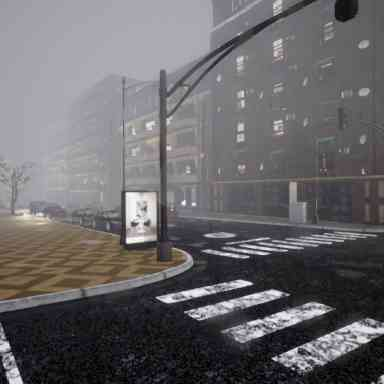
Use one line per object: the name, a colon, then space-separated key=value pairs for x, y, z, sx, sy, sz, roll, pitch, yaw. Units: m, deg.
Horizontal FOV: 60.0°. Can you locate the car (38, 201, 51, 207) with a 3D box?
car: x=-34.586 y=2.734 z=77.728 sx=1.947 sy=1.339 sz=4.313 roll=-2 pitch=0 yaw=-36

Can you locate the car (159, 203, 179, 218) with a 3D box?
car: x=-3.154 y=1.823 z=34.492 sx=1.967 sy=1.590 sz=4.097 roll=-2 pitch=0 yaw=-36

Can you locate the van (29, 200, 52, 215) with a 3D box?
van: x=-19.834 y=2.034 z=42.982 sx=1.690 sy=1.788 sz=3.998 roll=-2 pitch=0 yaw=-36

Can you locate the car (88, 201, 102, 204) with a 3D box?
car: x=-15.001 y=2.118 z=50.657 sx=1.967 sy=1.590 sz=4.097 roll=-2 pitch=0 yaw=-36

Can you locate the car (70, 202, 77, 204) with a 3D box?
car: x=-21.530 y=2.423 z=59.679 sx=1.802 sy=1.307 sz=4.206 roll=-2 pitch=0 yaw=-36

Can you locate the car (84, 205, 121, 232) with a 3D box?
car: x=-5.576 y=1.887 z=23.105 sx=2.008 sy=1.369 sz=4.403 roll=-2 pitch=0 yaw=-36

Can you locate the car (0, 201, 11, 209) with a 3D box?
car: x=-38.113 y=2.702 z=68.305 sx=2.008 sy=1.369 sz=4.403 roll=-2 pitch=0 yaw=-36

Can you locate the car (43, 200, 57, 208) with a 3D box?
car: x=-31.326 y=2.526 z=73.216 sx=1.967 sy=1.590 sz=4.097 roll=-2 pitch=0 yaw=-36

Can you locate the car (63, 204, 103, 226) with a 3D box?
car: x=-8.840 y=1.968 z=27.617 sx=2.008 sy=1.369 sz=4.403 roll=-2 pitch=0 yaw=-36

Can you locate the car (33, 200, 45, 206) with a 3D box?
car: x=-37.851 y=2.796 z=82.241 sx=1.887 sy=1.381 sz=4.507 roll=-2 pitch=0 yaw=-36

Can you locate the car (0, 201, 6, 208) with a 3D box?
car: x=-44.641 y=2.861 z=77.329 sx=1.887 sy=1.381 sz=4.507 roll=-2 pitch=0 yaw=-36

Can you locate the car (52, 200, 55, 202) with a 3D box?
car: x=-25.375 y=2.469 z=60.589 sx=1.994 sy=1.385 sz=4.181 roll=-1 pitch=-1 yaw=-36

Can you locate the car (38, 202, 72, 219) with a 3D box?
car: x=-14.916 y=2.114 z=36.094 sx=1.887 sy=1.381 sz=4.507 roll=-2 pitch=0 yaw=-36
